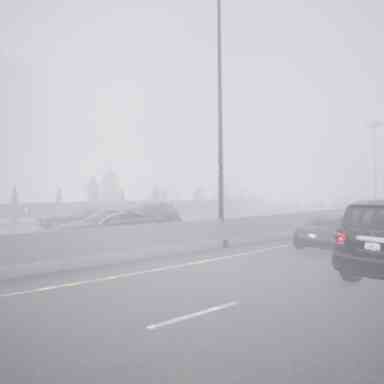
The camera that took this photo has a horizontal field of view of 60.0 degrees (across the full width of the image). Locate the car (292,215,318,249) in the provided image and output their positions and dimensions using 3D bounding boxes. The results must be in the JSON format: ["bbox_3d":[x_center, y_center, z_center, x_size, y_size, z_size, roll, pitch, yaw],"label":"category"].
[{"bbox_3d":[5.906,1.578,13.589,4.181,1.385,1.994,0,0,-42],"label":"car"}]

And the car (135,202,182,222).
[{"bbox_3d":[-2.834,1.424,20.059,4.553,1.767,2.097,0,0,-43],"label":"car"}]

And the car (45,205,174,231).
[{"bbox_3d":[-3.536,1.546,14.804,4.902,1.511,2.128,0,0,-40],"label":"car"}]

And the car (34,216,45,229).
[{"bbox_3d":[-7.179,1.689,20.815,4.718,1.301,1.895,0,0,-41],"label":"car"}]

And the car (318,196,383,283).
[{"bbox_3d":[5.739,1.220,8.643,5.566,2.045,2.150,0,0,-41],"label":"car"}]

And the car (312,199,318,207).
[{"bbox_3d":[20.416,1.752,53.713,1.895,1.301,4.718,-1,0,22],"label":"car"}]

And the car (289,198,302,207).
[{"bbox_3d":[17.412,1.735,55.570,2.033,1.411,5.357,-1,0,22],"label":"car"}]
